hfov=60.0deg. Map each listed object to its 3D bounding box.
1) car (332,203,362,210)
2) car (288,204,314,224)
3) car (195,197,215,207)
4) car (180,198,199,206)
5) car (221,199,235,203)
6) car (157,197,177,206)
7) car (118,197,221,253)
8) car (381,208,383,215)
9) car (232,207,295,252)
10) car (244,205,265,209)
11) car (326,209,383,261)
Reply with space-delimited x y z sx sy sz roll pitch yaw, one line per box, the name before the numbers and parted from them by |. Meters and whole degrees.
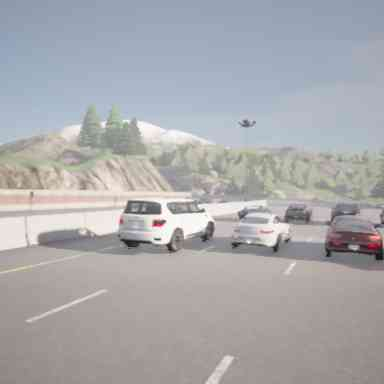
car | 12.095 1.605 25.999 2.097 1.767 4.553 1 0 25
car | 8.936 1.705 27.510 2.128 1.511 4.902 1 0 25
car | 2.251 1.715 56.493 1.837 1.490 4.892 1 0 21
car | -0.479 1.743 59.124 1.994 1.385 4.181 1 0 20
car | 5.739 1.858 55.765 1.895 1.301 4.718 1 0 21
car | -4.350 1.686 58.775 1.994 1.385 4.181 1 0 21
car | -0.852 1.253 14.237 2.150 2.045 5.566 1 0 25
car | 15.289 1.646 24.567 2.097 1.767 4.553 1 0 25
car | 3.092 1.612 14.446 1.812 1.442 4.674 1 0 25
car | 5.486 1.767 28.386 1.895 1.301 4.718 1 0 25
car | 6.288 1.654 13.019 1.812 1.442 4.674 1 0 25
